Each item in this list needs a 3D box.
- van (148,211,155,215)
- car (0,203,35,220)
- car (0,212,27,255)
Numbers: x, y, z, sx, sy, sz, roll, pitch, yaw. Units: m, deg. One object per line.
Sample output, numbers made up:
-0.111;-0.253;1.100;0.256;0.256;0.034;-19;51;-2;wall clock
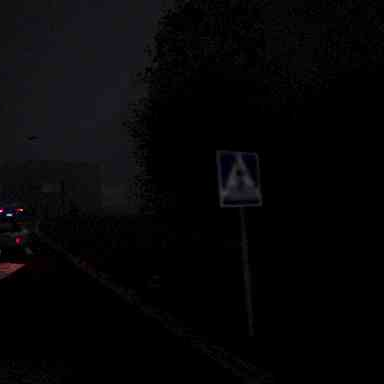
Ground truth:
-7.040;4.660;66.733;1.878;1.987;4.442;5;-9;-44;van
-14.055;1.622;26.827;1.812;1.442;4.674;-3;-2;-14;car
-7.780;1.720;13.167;1.895;1.301;4.718;-1;0;-32;car
